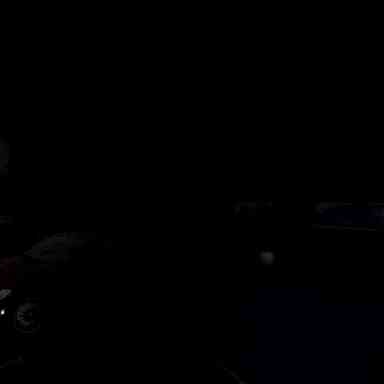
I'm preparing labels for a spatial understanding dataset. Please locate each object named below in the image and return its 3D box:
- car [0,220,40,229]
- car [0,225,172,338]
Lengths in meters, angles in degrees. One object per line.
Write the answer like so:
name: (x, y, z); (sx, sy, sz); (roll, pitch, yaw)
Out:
car: (-4.556, 1.460, 8.470); (2.097, 1.535, 5.008); (0, 0, 35)
car: (-2.299, 1.505, 6.885); (2.002, 1.452, 4.674); (0, 0, 35)
